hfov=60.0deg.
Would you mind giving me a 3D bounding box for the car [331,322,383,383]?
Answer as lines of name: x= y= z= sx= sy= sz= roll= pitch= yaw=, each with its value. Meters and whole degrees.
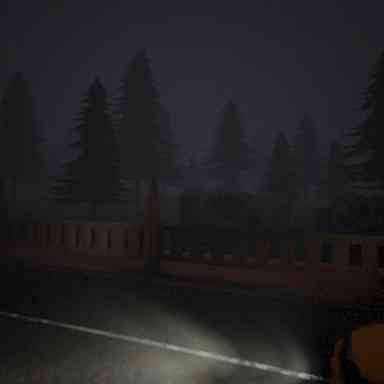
car: x=3.956 y=1.626 z=2.505 sx=5.366 sy=1.575 sz=1.801 roll=1 pitch=-2 yaw=25
